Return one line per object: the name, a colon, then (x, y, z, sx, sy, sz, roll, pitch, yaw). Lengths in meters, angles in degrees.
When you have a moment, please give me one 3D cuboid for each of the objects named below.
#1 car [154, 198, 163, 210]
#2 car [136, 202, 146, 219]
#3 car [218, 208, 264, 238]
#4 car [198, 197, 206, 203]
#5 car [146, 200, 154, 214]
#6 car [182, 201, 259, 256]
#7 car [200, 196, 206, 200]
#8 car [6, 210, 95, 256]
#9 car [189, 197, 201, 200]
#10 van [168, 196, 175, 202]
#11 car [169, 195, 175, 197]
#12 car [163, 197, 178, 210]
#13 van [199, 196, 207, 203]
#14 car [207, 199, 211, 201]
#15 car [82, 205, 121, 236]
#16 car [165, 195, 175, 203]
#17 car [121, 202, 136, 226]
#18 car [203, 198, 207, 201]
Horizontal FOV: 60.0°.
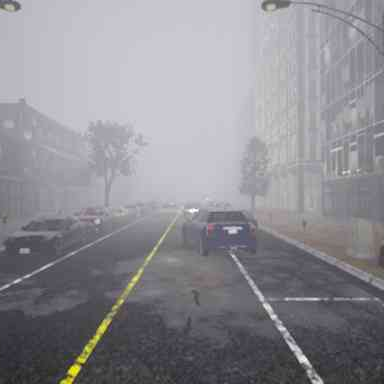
car: (-5.669, 1.849, 47.347, 1.947, 1.339, 4.313, 1, 0, 0)
car: (-5.673, 1.763, 30.416, 1.802, 1.307, 4.206, 1, 0, 0)
car: (2.672, 1.679, 19.071, 1.947, 1.339, 4.313, 1, 0, 0)
car: (2.686, 2.089, 86.799, 1.947, 1.339, 4.313, 1, 0, 0)
car: (-5.671, 1.760, 36.060, 1.887, 1.381, 4.507, 1, 0, 0)
car: (0.964, 1.433, 13.778, 2.097, 1.767, 4.553, 0, 0, -13)
car: (2.681, 1.877, 58.749, 1.752, 1.417, 4.829, 1, 0, 0)
car: (-5.676, 1.646, 13.484, 1.947, 1.339, 4.313, 1, 0, 0)
car: (0.109, 1.898, 55.850, 1.994, 1.385, 4.181, 0, 0, 0)
van: (-5.656, 1.900, 92.501, 1.690, 1.788, 3.998, 1, 0, 0)
car: (-5.662, 2.071, 81.212, 1.802, 1.307, 4.206, 1, 0, 0)
car: (-3.066, 1.849, 47.759, 1.994, 1.385, 4.181, 0, 0, 0)
van: (2.689, 1.830, 81.156, 1.690, 1.788, 3.998, 1, 0, 0)
car: (2.676, 1.620, 30.360, 1.967, 1.590, 4.097, 1, 0, 0)
car: (-5.673, 1.554, 19.129, 1.967, 1.590, 4.097, 1, 0, 0)
car: (-5.657, 1.839, 86.857, 2.192, 1.841, 5.009, 1, 0, 0)
car: (-5.673, 1.671, 24.602, 1.752, 1.417, 4.829, 1, 0, 0)
car: (2.677, 1.814, 41.647, 1.947, 1.339, 4.313, 1, 0, 0)
